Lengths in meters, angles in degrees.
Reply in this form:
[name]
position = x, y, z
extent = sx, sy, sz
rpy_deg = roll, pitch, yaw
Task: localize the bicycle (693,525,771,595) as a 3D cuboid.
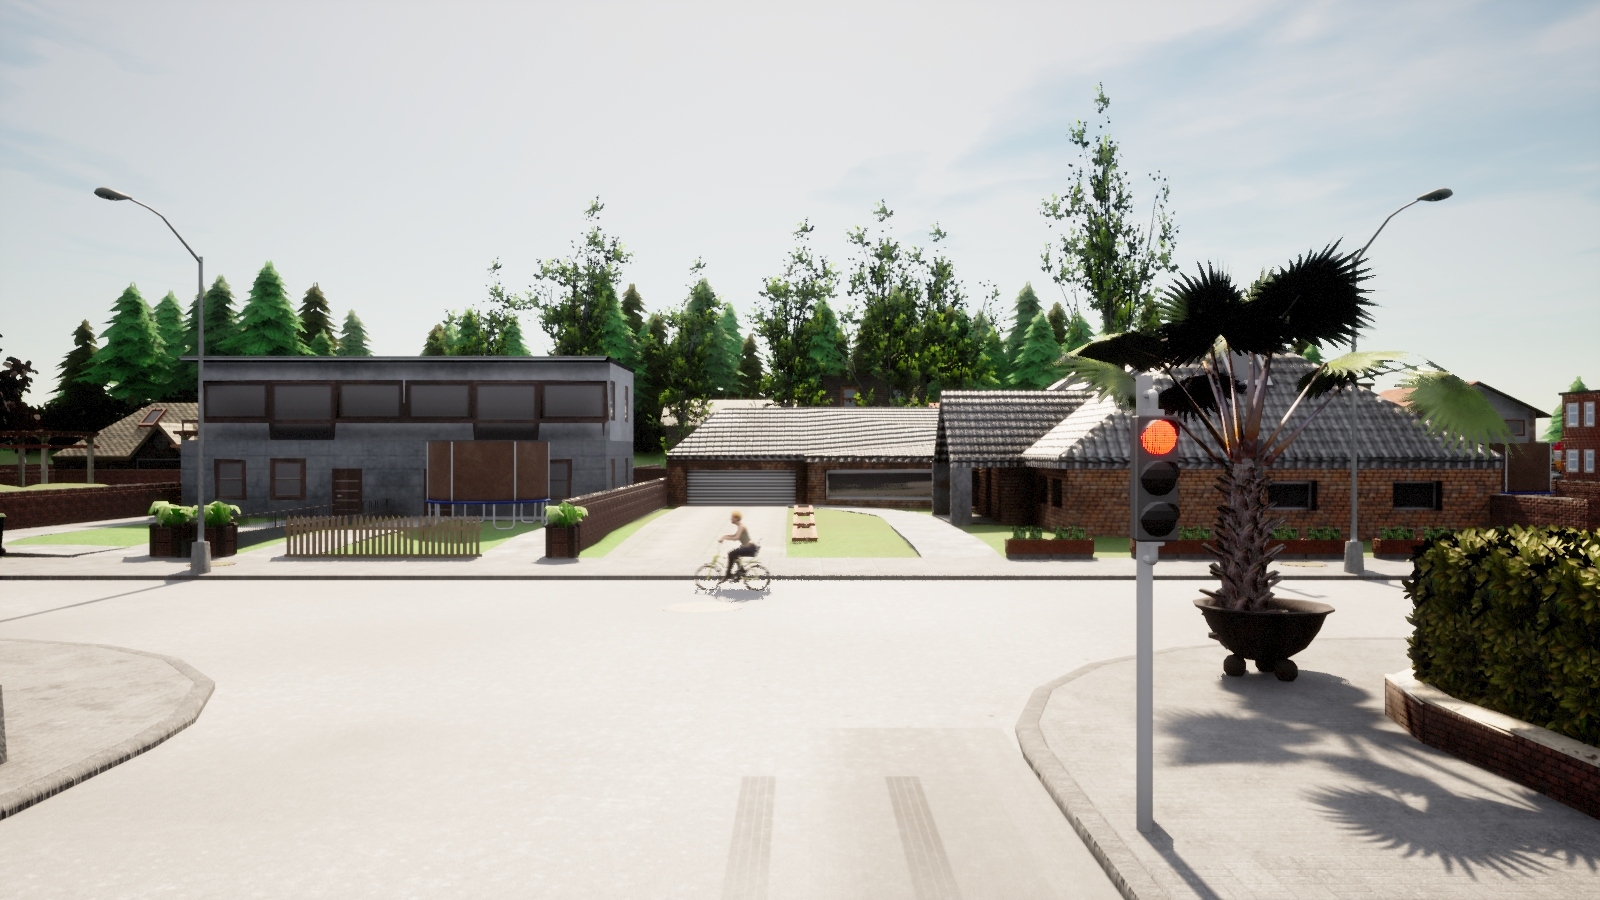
[bicycle]
position = -1.326, 2.149, 22.444
extent = 1.487, 1.276, 0.859
rpy_deg = 0, 0, 0
